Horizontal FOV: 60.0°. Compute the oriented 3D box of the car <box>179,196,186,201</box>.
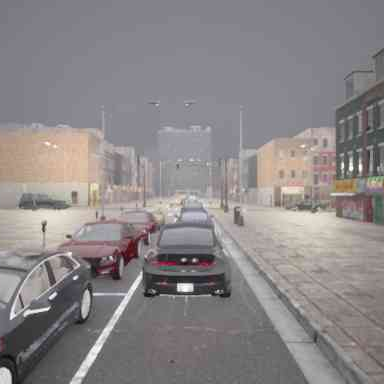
[{"bbox_3d":[-2.546,1.713,90.999,1.887,1.381,4.507,0,0,0],"label":"car"}]

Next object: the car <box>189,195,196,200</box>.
[{"bbox_3d":[0.092,1.486,93.391,1.882,1.535,5.008,0,0,0],"label":"car"}]

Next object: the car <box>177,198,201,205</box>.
[{"bbox_3d":[0.049,1.488,26.311,1.882,1.535,5.008,0,0,0],"label":"car"}]

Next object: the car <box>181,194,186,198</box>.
[{"bbox_3d":[-2.576,1.383,58.335,2.192,1.841,5.009,0,0,0],"label":"car"}]

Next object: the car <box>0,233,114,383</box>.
[{"bbox_3d":[-2.628,1.550,4.451,2.008,1.369,4.403,0,0,0],"label":"car"}]

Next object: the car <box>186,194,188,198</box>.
[{"bbox_3d":[-2.556,1.656,79.940,1.752,1.417,4.829,0,0,0],"label":"car"}]

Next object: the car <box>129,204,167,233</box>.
[{"bbox_3d":[-2.613,1.530,20.763,1.752,1.417,4.829,0,0,0],"label":"car"}]

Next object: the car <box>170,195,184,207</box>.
[{"bbox_3d":[-2.582,1.580,52.721,1.752,1.417,4.829,0,0,0],"label":"car"}]

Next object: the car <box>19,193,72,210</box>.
[{"bbox_3d":[-16.743,1.127,38.024,5.566,2.045,2.150,0,0,0],"label":"car"}]

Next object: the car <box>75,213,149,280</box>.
[{"bbox_3d":[-2.623,1.543,9.945,1.887,1.381,4.507,0,0,0],"label":"car"}]

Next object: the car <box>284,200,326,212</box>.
[{"bbox_3d":[13.939,1.711,41.103,4.892,1.490,1.837,1,0,0],"label":"car"}]

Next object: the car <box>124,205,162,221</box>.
[{"bbox_3d":[-2.618,1.546,15.440,1.887,1.381,4.507,0,0,0],"label":"car"}]

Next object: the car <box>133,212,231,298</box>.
[{"bbox_3d":[-0.069,1.504,8.514,1.837,1.490,4.892,0,0,1],"label":"car"}]

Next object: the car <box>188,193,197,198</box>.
[{"bbox_3d":[0.082,1.358,83.002,2.150,2.045,5.566,0,0,0],"label":"car"}]

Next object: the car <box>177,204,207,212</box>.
[{"bbox_3d":[0.108,1.527,16.042,1.812,1.442,4.674,0,0,0],"label":"car"}]
